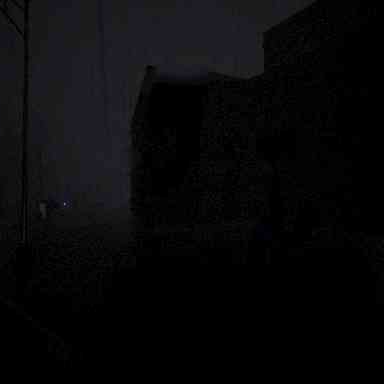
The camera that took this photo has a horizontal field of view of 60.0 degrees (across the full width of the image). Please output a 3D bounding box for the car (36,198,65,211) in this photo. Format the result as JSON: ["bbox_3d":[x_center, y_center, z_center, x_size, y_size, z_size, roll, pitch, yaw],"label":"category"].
[{"bbox_3d":[-18.558,1.632,42.980,2.128,1.511,4.902,1,0,-6],"label":"car"}]

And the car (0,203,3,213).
[{"bbox_3d":[-20.913,1.531,33.596,2.128,1.511,4.902,1,0,-8],"label":"car"}]

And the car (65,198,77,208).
[{"bbox_3d":[-19.901,1.722,53.484,1.812,1.442,4.674,1,0,-7],"label":"car"}]
